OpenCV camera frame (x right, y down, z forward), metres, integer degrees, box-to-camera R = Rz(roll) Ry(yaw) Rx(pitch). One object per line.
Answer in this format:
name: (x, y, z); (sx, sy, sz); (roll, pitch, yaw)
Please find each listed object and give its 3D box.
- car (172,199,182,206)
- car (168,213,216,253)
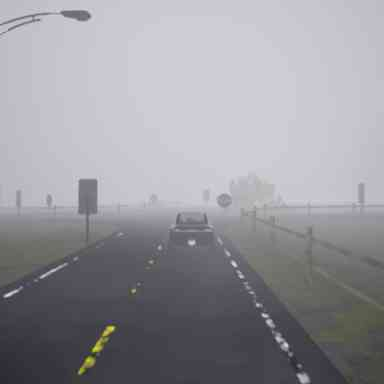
car: (-3.298, 2.318, 73.560); (1.994, 1.385, 4.181); (0, -1, -2)
car: (0.003, 1.633, 14.308); (2.128, 1.511, 4.902); (0, 0, 0)
